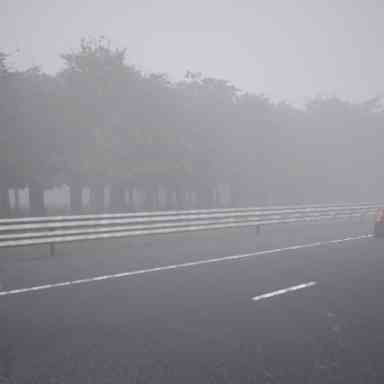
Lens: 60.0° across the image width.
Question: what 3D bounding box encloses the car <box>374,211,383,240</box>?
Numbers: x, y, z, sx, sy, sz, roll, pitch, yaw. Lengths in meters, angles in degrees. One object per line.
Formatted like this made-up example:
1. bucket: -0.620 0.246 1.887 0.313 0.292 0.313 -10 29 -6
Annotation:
1. car: 10.373 1.253 15.201 4.553 1.767 2.097 0 0 -34
